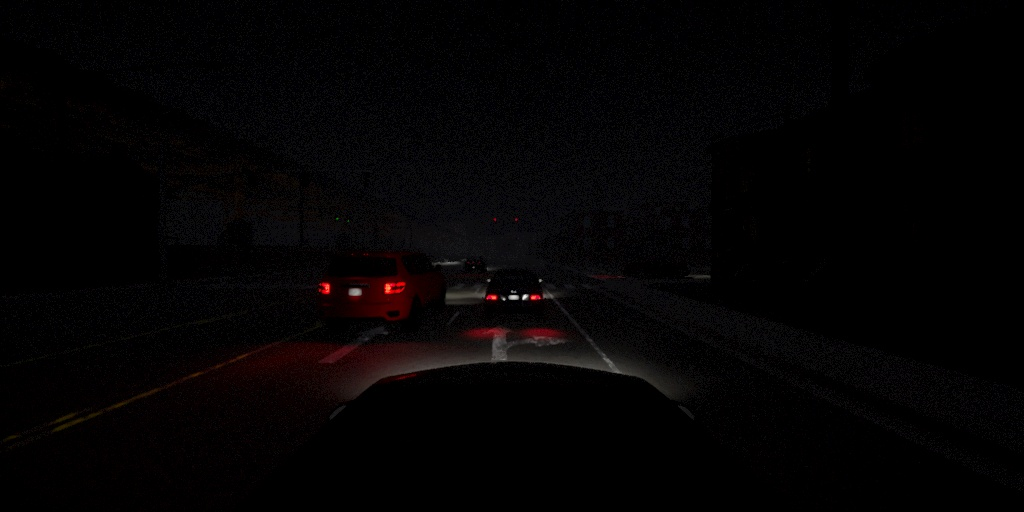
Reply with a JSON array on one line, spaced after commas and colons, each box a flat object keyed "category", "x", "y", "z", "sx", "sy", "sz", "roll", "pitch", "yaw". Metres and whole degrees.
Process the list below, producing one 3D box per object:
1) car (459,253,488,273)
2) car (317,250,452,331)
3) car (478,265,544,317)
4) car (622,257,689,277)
[{"category": "car", "x": -3.406, "y": 0.766, "z": 34.213, "sx": 2.128, "sy": 1.511, "sz": 4.902, "roll": 0, "pitch": 1, "yaw": 0}, {"category": "car", "x": -3.427, "y": 0.843, "z": 10.569, "sx": 2.150, "sy": 2.045, "sz": 5.566, "roll": 0, "pitch": 1, "yaw": 0}, {"category": "car", "x": 0.077, "y": 1.142, "z": 12.288, "sx": 2.033, "sy": 1.411, "sz": 5.357, "roll": 0, "pitch": 1, "yaw": 1}, {"category": "car", "x": 11.200, "y": 0.843, "z": 28.043, "sx": 5.008, "sy": 1.535, "sz": 1.882, "roll": 0, "pitch": 1, "yaw": 0}]
